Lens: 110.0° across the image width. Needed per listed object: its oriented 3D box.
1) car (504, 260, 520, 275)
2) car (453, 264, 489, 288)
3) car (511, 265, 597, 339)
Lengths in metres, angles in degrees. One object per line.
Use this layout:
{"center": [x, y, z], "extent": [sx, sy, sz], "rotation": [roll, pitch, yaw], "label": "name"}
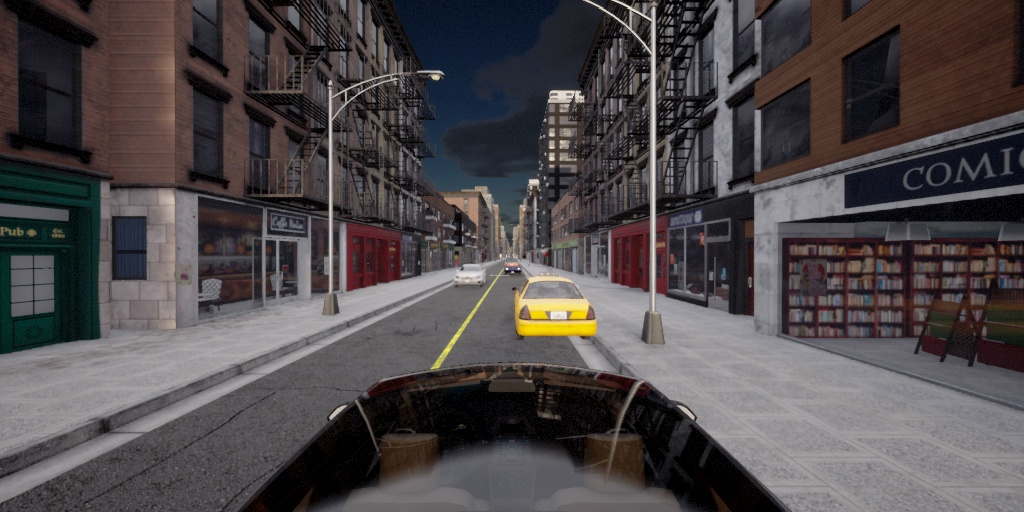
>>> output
{"center": [0.094, 1.371, 39.072], "extent": [1.895, 1.301, 4.718], "rotation": [0, 0, 0], "label": "car"}
{"center": [-2.738, 1.281, 24.298], "extent": [1.812, 1.442, 4.674], "rotation": [0, 0, 0], "label": "car"}
{"center": [0.966, 1.205, 9.984], "extent": [1.801, 1.575, 5.366], "rotation": [0, 0, 0], "label": "car"}
